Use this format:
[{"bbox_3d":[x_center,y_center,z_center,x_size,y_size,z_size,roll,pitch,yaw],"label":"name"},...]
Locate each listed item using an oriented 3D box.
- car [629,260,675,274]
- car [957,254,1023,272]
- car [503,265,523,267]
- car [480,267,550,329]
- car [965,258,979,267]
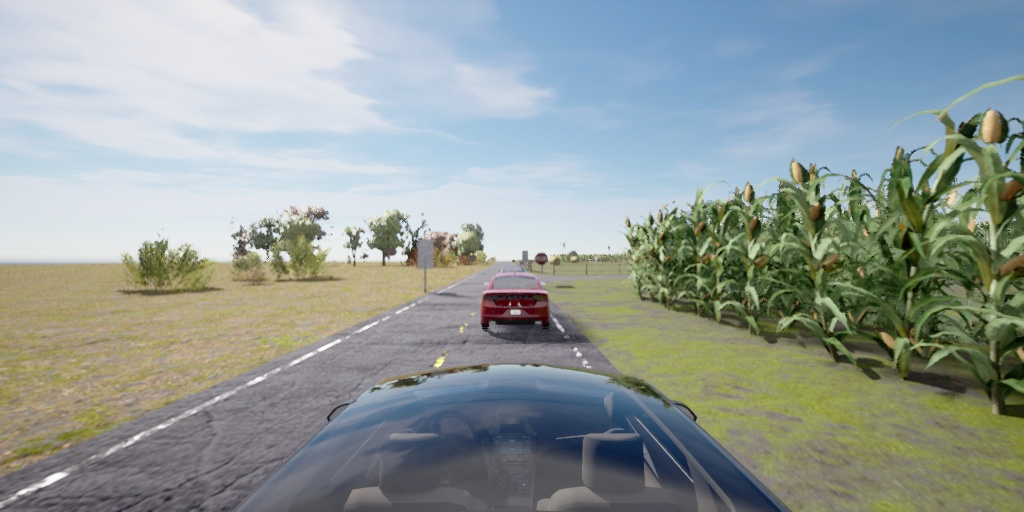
[{"bbox_3d":[14.203,1.131,36.230,4.553,1.767,2.097,0,-1,-1],"label":"car"},{"bbox_3d":[49.106,0.701,36.703,4.553,1.767,2.097,-1,-1,-1],"label":"car"},{"bbox_3d":[0.079,1.338,23.608,2.128,1.511,4.902,0,0,0],"label":"car"},{"bbox_3d":[0.093,1.269,11.478,1.882,1.535,5.008,0,0,0],"label":"car"},{"bbox_3d":[43.615,0.934,33.815,4.892,1.490,1.837,-1,-1,0],"label":"car"}]
